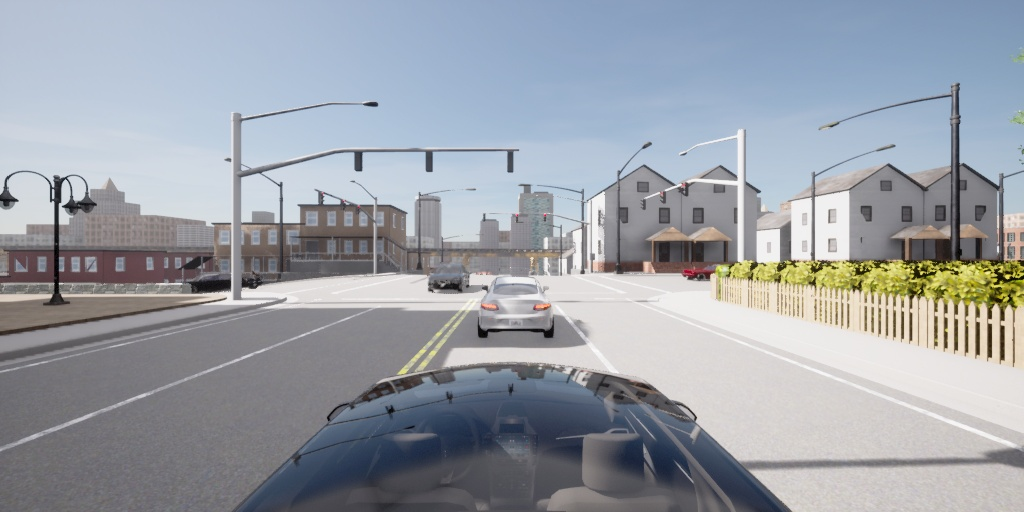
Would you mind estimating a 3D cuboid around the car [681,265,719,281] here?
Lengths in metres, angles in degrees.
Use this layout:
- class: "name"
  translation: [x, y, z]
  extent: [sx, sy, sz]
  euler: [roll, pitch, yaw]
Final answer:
- class: "car"
  translation: [16.312, 1.351, 28.875]
  extent: [4.718, 1.301, 1.895]
  euler: [0, 0, -1]

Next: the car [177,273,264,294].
- class: "car"
  translation: [-19.977, 1.843, 24.762]
  extent: [4.718, 1.301, 1.895]
  euler: [-4, 0, -1]

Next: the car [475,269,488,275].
- class: "car"
  translation: [-3.530, 2.430, 46.232]
  extent: [2.097, 1.767, 4.553]
  euler: [0, -8, 0]

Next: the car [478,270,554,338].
- class: "car"
  translation: [0.101, 1.276, 10.071]
  extent: [1.812, 1.442, 4.674]
  euler: [0, 0, 0]

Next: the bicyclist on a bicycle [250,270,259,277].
- class: "bicyclist on a bicycle"
  translation: [-25.569, 2.214, 35.648]
  extent: [0.582, 1.620, 1.656]
  euler: [-8, 0, 0]

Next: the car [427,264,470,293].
- class: "car"
  translation: [-3.554, 1.235, 20.786]
  extent: [1.837, 1.490, 4.892]
  euler: [0, 0, 0]
